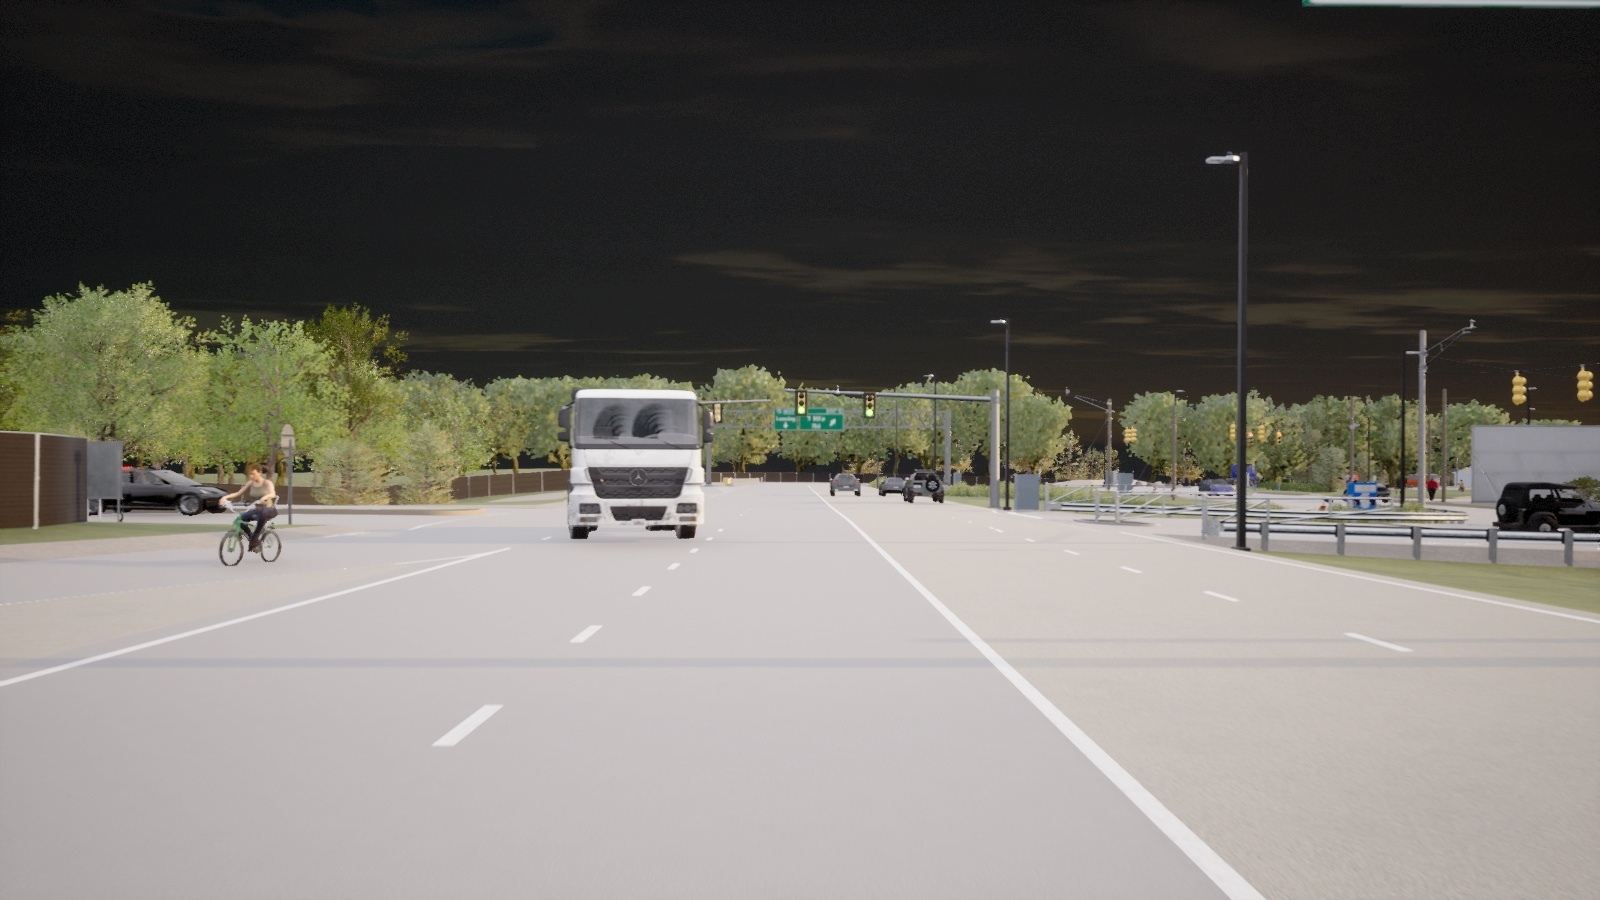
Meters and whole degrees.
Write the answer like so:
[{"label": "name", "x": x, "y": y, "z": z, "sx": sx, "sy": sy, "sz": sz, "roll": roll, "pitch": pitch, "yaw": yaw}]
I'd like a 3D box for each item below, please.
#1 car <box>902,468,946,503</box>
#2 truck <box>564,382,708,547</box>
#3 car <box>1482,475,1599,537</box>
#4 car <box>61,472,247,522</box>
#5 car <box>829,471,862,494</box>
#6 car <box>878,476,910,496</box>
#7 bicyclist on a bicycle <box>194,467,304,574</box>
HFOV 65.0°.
[{"label": "car", "x": 6.836, "y": 1.941, "z": 69.705, "sx": 1.932, "sy": 1.855, "sz": 4.605, "roll": 0, "pitch": -1, "yaw": 0}, {"label": "truck", "x": -4.193, "y": 0.360, "z": 30.552, "sx": 2.891, "sy": 3.462, "sz": 7.936, "roll": 0, "pitch": -1, "yaw": -12}, {"label": "car", "x": 24.182, "y": 1.750, "z": 39.981, "sx": 3.866, "sy": 1.878, "sz": 1.905, "roll": 0, "pitch": -1, "yaw": 0}, {"label": "car", "x": -20.371, "y": 1.480, "z": 39.758, "sx": 4.792, "sy": 1.488, "sz": 2.163, "roll": 0, "pitch": -1, "yaw": 0}, {"label": "car", "x": 3.284, "y": 2.337, "z": 91.580, "sx": 2.152, "sy": 1.651, "sz": 5.027, "roll": 0, "pitch": -1, "yaw": 0}, {"label": "car", "x": 6.787, "y": 2.593, "z": 90.760, "sx": 1.994, "sy": 1.385, "sz": 4.181, "roll": 0, "pitch": -1, "yaw": 0}, {"label": "bicyclist on a bicycle", "x": -8.676, "y": 1.080, "z": 19.830, "sx": 0.866, "sy": 1.612, "sz": 1.509, "roll": -1, "pitch": -1, "yaw": 12}]
